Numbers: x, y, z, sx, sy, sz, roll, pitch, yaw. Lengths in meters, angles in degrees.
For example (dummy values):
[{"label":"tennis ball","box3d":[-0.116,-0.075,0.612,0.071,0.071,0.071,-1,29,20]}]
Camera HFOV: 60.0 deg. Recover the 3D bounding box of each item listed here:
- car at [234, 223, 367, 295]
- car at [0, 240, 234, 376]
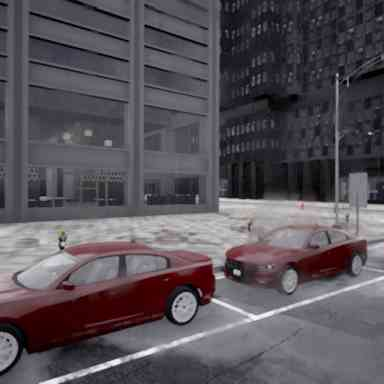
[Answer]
[{"label":"car","box3d":[2.820,1.548,8.720,4.507,1.381,1.887,0,0,-36]},{"label":"car","box3d":[-1.661,1.546,5.488,4.507,1.381,1.887,0,0,-36]}]
